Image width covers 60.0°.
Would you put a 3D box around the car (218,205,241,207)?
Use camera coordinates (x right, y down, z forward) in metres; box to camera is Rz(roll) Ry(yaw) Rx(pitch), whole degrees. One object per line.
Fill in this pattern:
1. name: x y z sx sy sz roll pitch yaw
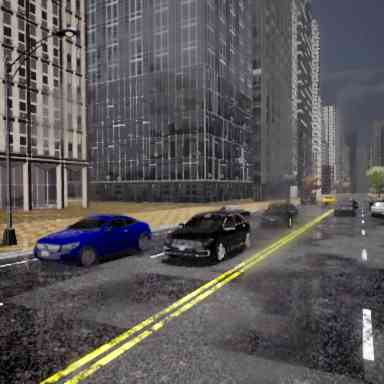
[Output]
1. car: 2.432 1.587 22.648 1.895 1.301 4.718 0 0 27

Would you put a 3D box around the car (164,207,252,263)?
1. car: 0.797 1.499 12.315 1.837 1.490 4.892 0 0 27

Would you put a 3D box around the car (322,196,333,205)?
1. car: 22.947 1.443 55.647 1.882 1.535 5.008 0 0 27

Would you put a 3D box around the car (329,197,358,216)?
1. car: 14.808 1.527 32.153 2.033 1.411 5.357 0 0 27

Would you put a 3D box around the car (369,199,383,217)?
1. car: 17.733 1.581 30.912 1.895 1.301 4.718 0 0 28

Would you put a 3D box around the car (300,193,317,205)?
1. car: 19.948 1.186 56.920 2.150 2.045 5.566 0 0 27

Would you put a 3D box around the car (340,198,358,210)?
1. car: 20.565 1.536 43.468 1.994 1.385 4.181 0 0 28

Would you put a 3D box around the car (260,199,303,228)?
1. car: 6.005 1.491 22.490 1.837 1.490 4.892 0 0 27

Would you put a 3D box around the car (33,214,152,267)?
1. car: -3.180 1.519 11.677 1.812 1.442 4.674 0 0 27
